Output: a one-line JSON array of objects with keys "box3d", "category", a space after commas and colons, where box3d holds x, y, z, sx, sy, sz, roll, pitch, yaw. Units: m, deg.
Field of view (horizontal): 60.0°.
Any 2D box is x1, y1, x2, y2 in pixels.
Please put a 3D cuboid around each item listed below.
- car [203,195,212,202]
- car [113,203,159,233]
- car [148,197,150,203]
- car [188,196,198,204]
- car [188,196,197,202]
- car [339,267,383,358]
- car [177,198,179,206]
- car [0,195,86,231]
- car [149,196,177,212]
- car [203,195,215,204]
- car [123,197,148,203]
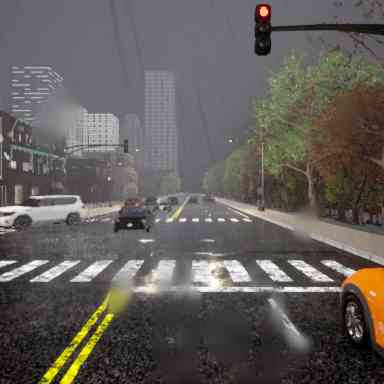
[{"box3d": [3.430, 1.447, 74.879, 1.882, 1.535, 5.008, 0, 0, 0], "category": "car"}, {"box3d": [-3.304, 1.559, 19.691, 1.994, 1.385, 4.181, 0, 0, 0], "category": "car"}, {"box3d": [-6.468, 1.458, 53.634, 1.882, 1.535, 5.008, 0, 0, 0], "category": "car"}, {"box3d": [0.251, 1.523, 64.439, 2.033, 1.411, 5.357, 0, 0, 1], "category": "car"}, {"box3d": [0.180, 1.565, 74.932, 1.895, 1.301, 4.718, 0, 0, 0], "category": "car"}, {"box3d": [3.359, 1.351, 3.399, 2.097, 1.767, 4.553, 0, 0, 0], "category": "car"}, {"box3d": [-3.213, 1.458, 54.708, 1.882, 1.535, 5.008, 0, 0, 0], "category": "car"}, {"box3d": [-9.537, 1.238, 21.292, 2.150, 2.045, 5.566, 1, 1, 38], "category": "car"}, {"box3d": [-3.258, 1.479, 38.199, 2.128, 1.511, 4.902, 0, 0, 0], "category": "car"}, {"box3d": [3.500, 1.467, 64.714, 2.128, 1.511, 4.902, 0, 0, 0], "category": "car"}, {"box3d": [-6.514, 1.340, 37.095, 2.097, 1.767, 4.553, 0, 0, 0], "category": "car"}]
